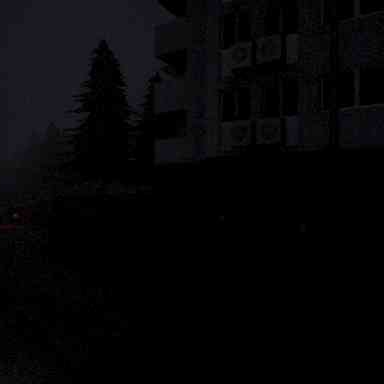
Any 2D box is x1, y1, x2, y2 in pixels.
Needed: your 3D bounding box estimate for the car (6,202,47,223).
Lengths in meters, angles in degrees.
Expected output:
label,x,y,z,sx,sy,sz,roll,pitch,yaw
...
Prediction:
label,x,y,z,sx,sy,sz,roll,pitch,yaw
car,-12.057,1.486,25.380,1.882,1.535,5.008,0,0,2
